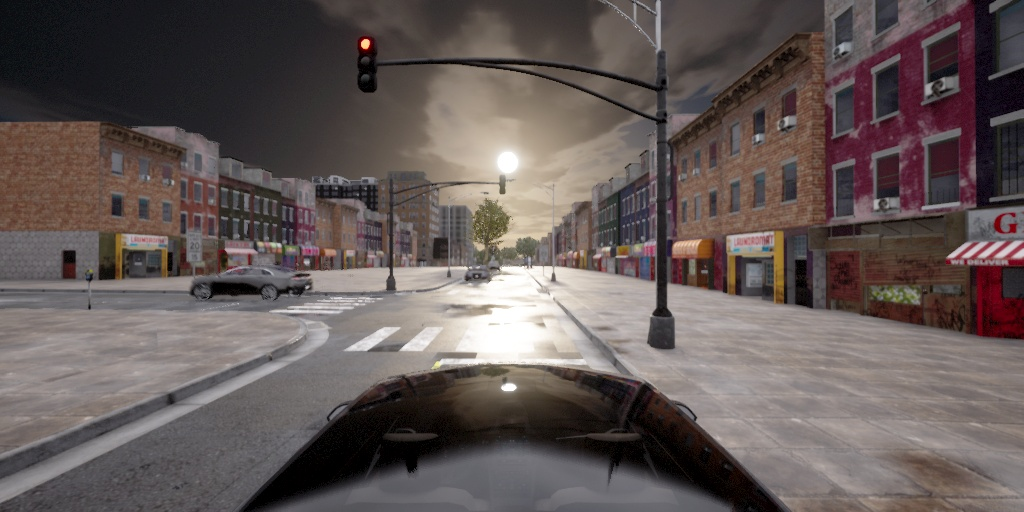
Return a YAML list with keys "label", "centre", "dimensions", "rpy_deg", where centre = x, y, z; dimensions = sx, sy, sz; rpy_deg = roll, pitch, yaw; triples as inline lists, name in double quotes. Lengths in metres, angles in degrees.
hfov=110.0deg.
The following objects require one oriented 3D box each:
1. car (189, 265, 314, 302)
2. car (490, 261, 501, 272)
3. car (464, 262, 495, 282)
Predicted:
- label: "car"
  centre: [-11.420, 1.151, 15.829]
  dimensions: [4.902, 1.511, 2.128]
  rpy_deg: [1, -1, 2]
- label: "car"
  centre: [-2.622, 1.482, 52.235]
  dimensions: [1.837, 1.490, 4.892]
  rpy_deg: [0, -1, 1]
- label: "car"
  centre: [-2.734, 1.403, 29.934]
  dimensions: [1.994, 1.385, 4.181]
  rpy_deg: [0, 0, 0]
